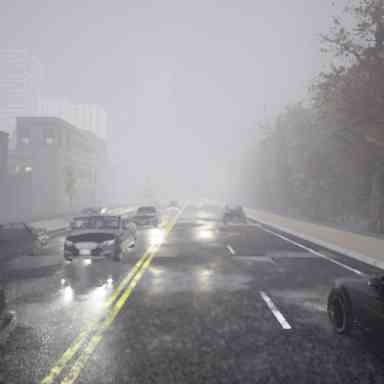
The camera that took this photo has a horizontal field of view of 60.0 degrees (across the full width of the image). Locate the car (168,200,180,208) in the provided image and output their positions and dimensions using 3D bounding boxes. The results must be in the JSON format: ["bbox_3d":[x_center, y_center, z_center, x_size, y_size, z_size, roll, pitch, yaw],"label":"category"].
[{"bbox_3d":[-3.276,2.175,60.472,1.837,1.490,4.892,0,0,1],"label":"car"}]

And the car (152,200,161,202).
[{"bbox_3d":[-6.527,2.158,60.542,2.128,1.511,4.902,0,-1,1],"label":"car"}]

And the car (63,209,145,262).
[{"bbox_3d":[-3.332,1.635,12.865,2.128,1.511,4.902,0,-1,0],"label":"car"}]

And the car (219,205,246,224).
[{"bbox_3d":[3.350,1.800,27.873,2.128,1.511,4.902,0,-1,0],"label":"car"}]

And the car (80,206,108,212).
[{"bbox_3d":[-6.559,1.738,22.203,2.128,1.511,4.902,0,-1,0],"label":"car"}]

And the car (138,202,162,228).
[{"bbox_3d":[-3.289,1.776,24.721,1.837,1.490,4.892,0,0,1],"label":"car"}]

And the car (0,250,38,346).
[{"bbox_3d":[-3.350,1.574,2.262,2.033,1.411,5.357,0,-1,0],"label":"car"}]

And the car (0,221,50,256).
[{"bbox_3d":[-6.585,1.669,10.909,2.033,1.411,5.357,0,-1,1],"label":"car"}]

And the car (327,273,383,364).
[{"bbox_3d":[3.350,1.612,4.158,1.994,1.385,4.181,0,-1,0],"label":"car"}]
